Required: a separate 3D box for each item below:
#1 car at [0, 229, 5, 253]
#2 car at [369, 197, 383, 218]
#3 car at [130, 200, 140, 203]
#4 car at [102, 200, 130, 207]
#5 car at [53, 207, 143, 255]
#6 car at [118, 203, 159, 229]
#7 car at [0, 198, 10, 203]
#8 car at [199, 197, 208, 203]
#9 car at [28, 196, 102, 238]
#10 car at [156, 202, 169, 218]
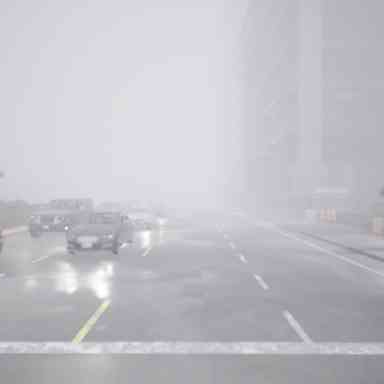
[{"bbox_3d":[-7.106,1.543,9.017,2.128,1.511,4.902,0,-1,0],"label":"car"},{"bbox_3d":[16.587,1.352,27.961,1.905,1.878,3.866,0,-1,0],"label":"car"},{"bbox_3d":[-7.064,1.672,38.454,2.097,1.767,4.553,0,-1,0],"label":"car"},{"bbox_3d":[-7.079,1.583,28.663,2.097,1.767,4.553,0,-1,0],"label":"car"},{"bbox_3d":[-3.598,1.580,13.851,2.128,1.511,4.902,0,0,0],"label":"car"},{"bbox_3d":[-3.588,1.700,23.115,1.812,1.442,4.674,0,0,0],"label":"car"},{"bbox_3d":[-28.772,1.644,46.808,4.605,1.855,1.932,0,-1,0],"label":"car"},{"bbox_3d":[3.279,2.264,92.337,1.882,1.535,5.008,0,-1,-1],"label":"car"},{"bbox_3d":[-7.092,1.363,18.886,2.150,2.045,5.566,0,-1,0],"label":"car"},{"bbox_3d":[-3.557,1.794,33.466,1.812,1.442,4.674,0,-1,1],"label":"car"}]
